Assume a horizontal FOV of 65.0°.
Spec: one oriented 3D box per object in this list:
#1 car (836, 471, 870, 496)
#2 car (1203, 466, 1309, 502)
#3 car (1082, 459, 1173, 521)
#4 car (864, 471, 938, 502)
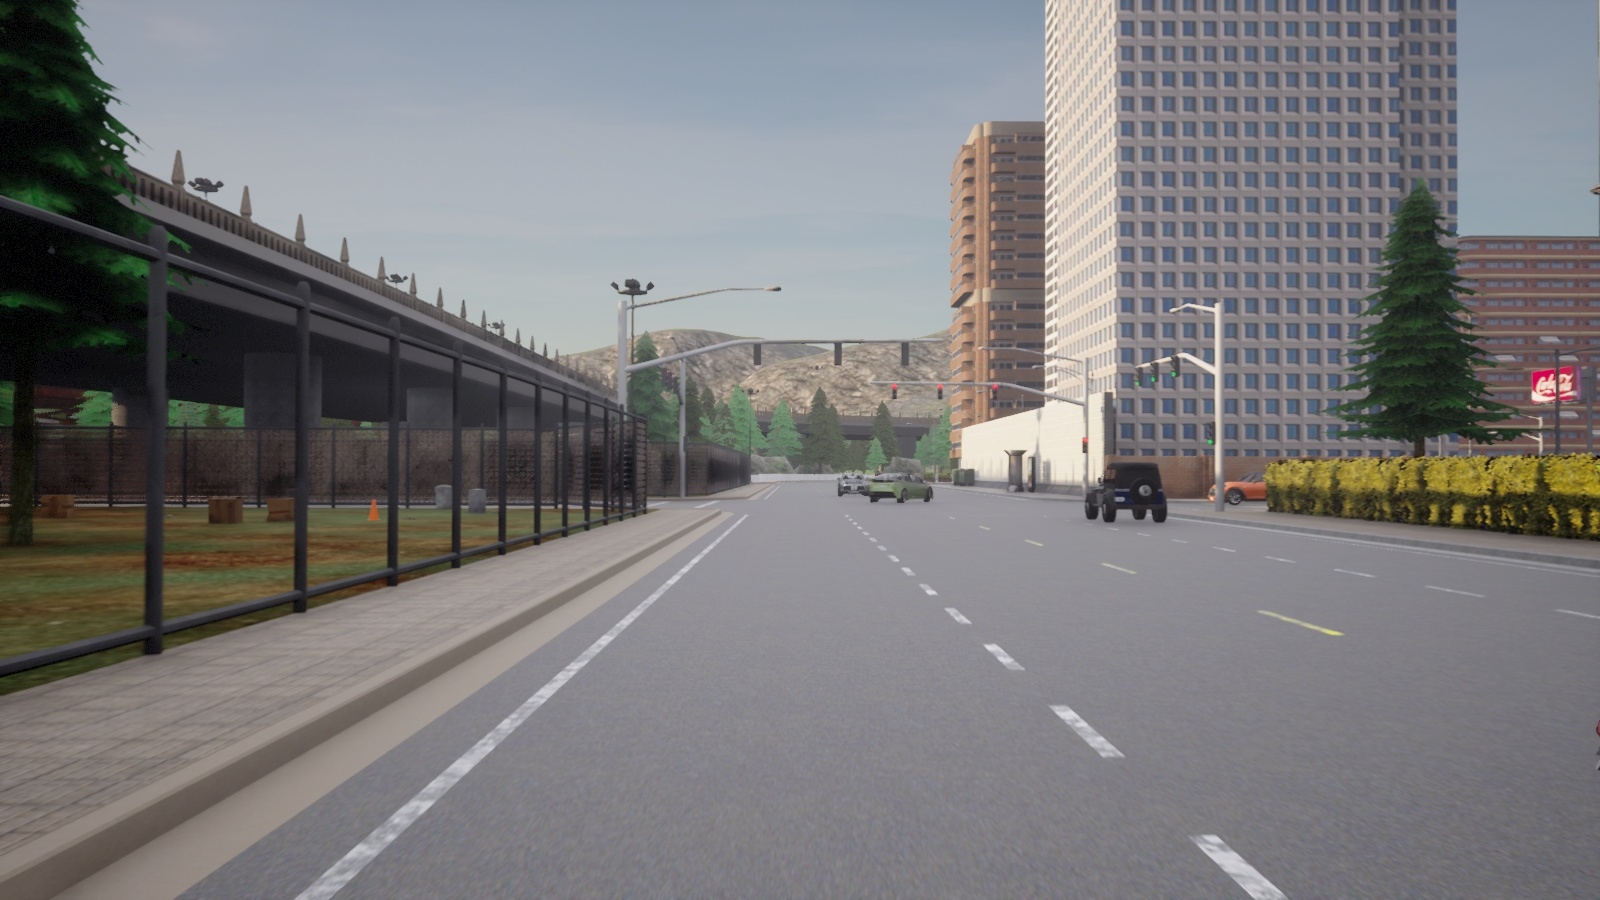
[{"bbox_3d":[3.307,2.082,78.549,1.970,1.475,3.806,0,-1,0],"label":"car"},{"bbox_3d":[22.892,1.695,63.191,4.553,1.767,2.097,0,-1,0],"label":"car"},{"bbox_3d":[10.400,1.241,40.130,1.905,1.878,3.866,0,-1,0],"label":"car"},{"bbox_3d":[5.186,1.835,63.952,2.007,1.525,4.514,-1,-1,31],"label":"car"}]
